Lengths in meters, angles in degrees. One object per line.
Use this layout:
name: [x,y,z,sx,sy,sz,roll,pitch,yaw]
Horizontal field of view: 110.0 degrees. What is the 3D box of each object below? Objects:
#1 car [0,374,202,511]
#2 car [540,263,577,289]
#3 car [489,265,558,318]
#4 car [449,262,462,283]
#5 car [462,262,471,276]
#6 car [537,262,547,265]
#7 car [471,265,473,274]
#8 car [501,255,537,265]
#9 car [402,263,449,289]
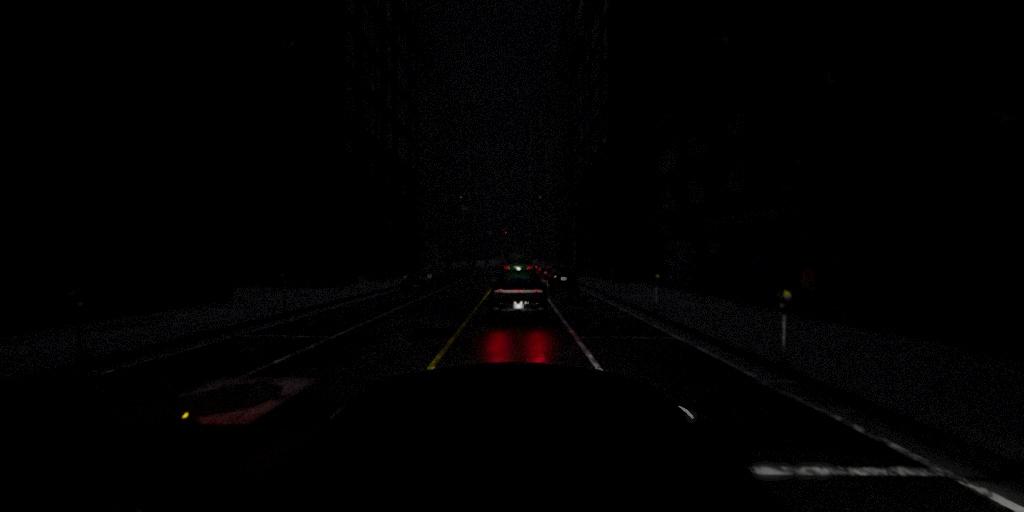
car: [-3.130,1.274,0.653,1.812,1.442,4.674,0,0,1]
car: [3.010,1.330,22.628,1.948,1.339,4.313,0,0,1]
car: [0.225,1.249,12.912,2.128,1.511,4.902,0,0,1]
car: [-5.445,1.332,28.241,1.948,1.339,4.313,0,0,1]
car: [-5.375,1.322,33.745,2.007,1.370,4.403,0,0,1]
car: [3.080,1.314,28.132,1.888,1.381,4.507,0,0,1]
car: [-5.306,1.322,39.250,1.888,1.381,4.507,0,0,1]
car: [0.408,0.987,26.872,2.150,2.045,5.566,0,0,-1]
car: [-5.515,1.202,22.736,1.967,1.591,4.097,0,0,1]
